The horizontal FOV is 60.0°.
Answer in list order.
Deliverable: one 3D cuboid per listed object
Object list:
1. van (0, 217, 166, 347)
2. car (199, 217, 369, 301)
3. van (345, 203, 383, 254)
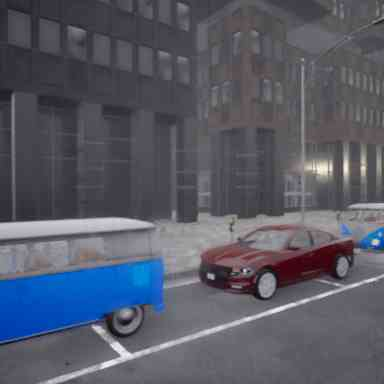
[{"bbox_3d":[-2.344,1.335,4.977,3.998,1.788,1.690,0,0,-36],"label":"van"},{"bbox_3d":[2.227,1.503,8.246,4.507,1.381,1.887,0,0,-36],"label":"car"},{"bbox_3d":[6.796,1.264,11.512,3.998,1.788,1.690,0,0,-36],"label":"van"}]
